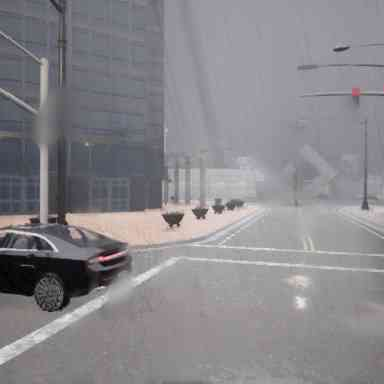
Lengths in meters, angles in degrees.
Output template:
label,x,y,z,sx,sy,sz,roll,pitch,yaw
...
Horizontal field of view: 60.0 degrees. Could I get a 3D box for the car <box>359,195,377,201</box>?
label,x,y,z,sx,sy,sz,roll,pitch,yaw
car,43.922,1.438,83.046,1.994,1.385,4.181,0,0,-27

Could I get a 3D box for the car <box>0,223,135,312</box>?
label,x,y,z,sx,sy,sz,roll,pitch,yaw
car,-3.687,1.461,7.366,4.902,1.511,2.128,0,0,17
